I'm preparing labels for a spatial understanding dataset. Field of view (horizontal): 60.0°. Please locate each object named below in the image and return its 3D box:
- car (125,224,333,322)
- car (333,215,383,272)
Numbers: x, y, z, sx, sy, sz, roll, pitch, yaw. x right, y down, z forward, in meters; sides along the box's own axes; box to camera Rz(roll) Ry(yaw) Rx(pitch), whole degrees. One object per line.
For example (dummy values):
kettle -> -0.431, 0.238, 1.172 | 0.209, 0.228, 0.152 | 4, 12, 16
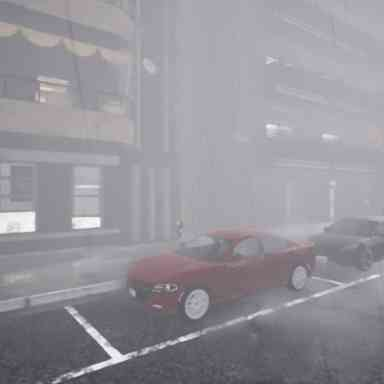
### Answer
car -> 0.792, 1.478, 7.110 | 4.507, 1.381, 1.887 | -1, 1, -35
car -> 5.327, 1.420, 10.344 | 4.313, 1.339, 1.947 | -1, 1, -35
